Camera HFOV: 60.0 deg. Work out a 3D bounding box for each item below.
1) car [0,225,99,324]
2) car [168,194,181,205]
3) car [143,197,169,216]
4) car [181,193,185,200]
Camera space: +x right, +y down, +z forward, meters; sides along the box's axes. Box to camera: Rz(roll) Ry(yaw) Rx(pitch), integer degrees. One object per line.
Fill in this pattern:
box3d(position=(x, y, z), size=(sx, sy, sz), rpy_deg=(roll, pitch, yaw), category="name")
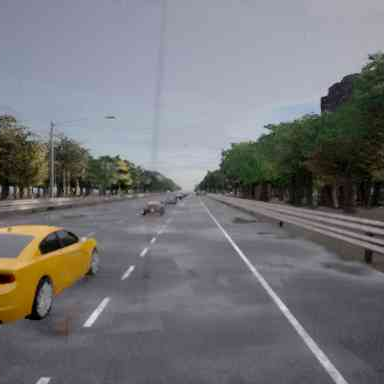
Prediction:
box3d(position=(-3.497, 1.452, 7.225), size=(1.882, 1.535, 5.008), rpy_deg=(0, 0, 0), category="car")
box3d(position=(-3.395, 1.388, 54.663), size=(2.033, 1.411, 5.357), rpy_deg=(0, 0, 0), category="car")
box3d(position=(-3.473, 1.429, 31.500), size=(1.812, 1.442, 4.674), rpy_deg=(0, 0, 0), category="car")
box3d(position=(-3.264, 1.242, 82.763), size=(1.882, 1.535, 5.008), rpy_deg=(0, 0, 0), category="car")
